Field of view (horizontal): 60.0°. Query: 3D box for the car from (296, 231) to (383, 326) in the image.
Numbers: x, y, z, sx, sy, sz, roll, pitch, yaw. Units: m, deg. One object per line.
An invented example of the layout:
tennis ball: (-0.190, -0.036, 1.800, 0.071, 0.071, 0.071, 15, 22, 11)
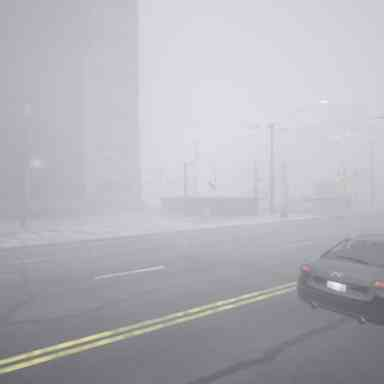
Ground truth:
car: (3.989, 1.484, 6.593, 4.181, 1.385, 1.994, -1, 0, -36)

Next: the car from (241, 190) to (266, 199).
car: (14.013, 0.593, 75.908, 5.566, 2.045, 2.435, -1, 0, -36)

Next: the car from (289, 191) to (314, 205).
car: (15.114, 0.808, 45.981, 4.553, 1.767, 2.185, -1, 0, -36)

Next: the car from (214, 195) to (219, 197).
car: (4.382, 1.132, 60.557, 4.718, 1.301, 1.895, -1, 0, -36)

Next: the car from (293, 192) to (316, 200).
car: (22.025, 0.782, 65.042, 4.674, 1.452, 2.002, -1, 0, -36)

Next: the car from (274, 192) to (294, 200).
car: (19.119, 0.815, 69.044, 3.806, 1.475, 1.970, -1, 0, -36)
